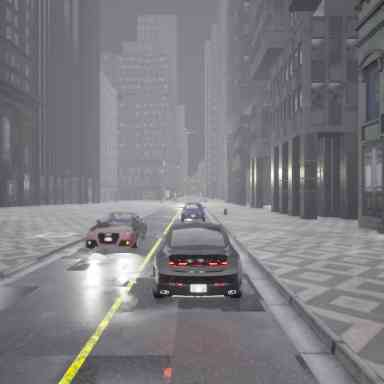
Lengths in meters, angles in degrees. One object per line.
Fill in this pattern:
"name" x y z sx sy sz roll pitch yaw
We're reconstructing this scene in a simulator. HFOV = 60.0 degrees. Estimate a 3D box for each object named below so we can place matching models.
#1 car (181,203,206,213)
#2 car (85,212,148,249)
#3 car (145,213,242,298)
"car" 0.101 1.558 26.331 1.812 1.442 4.674 0 0 0
"car" -3.101 1.573 14.350 1.994 1.385 4.181 0 0 0
"car" 0.105 1.509 8.484 1.837 1.490 4.892 0 0 0
